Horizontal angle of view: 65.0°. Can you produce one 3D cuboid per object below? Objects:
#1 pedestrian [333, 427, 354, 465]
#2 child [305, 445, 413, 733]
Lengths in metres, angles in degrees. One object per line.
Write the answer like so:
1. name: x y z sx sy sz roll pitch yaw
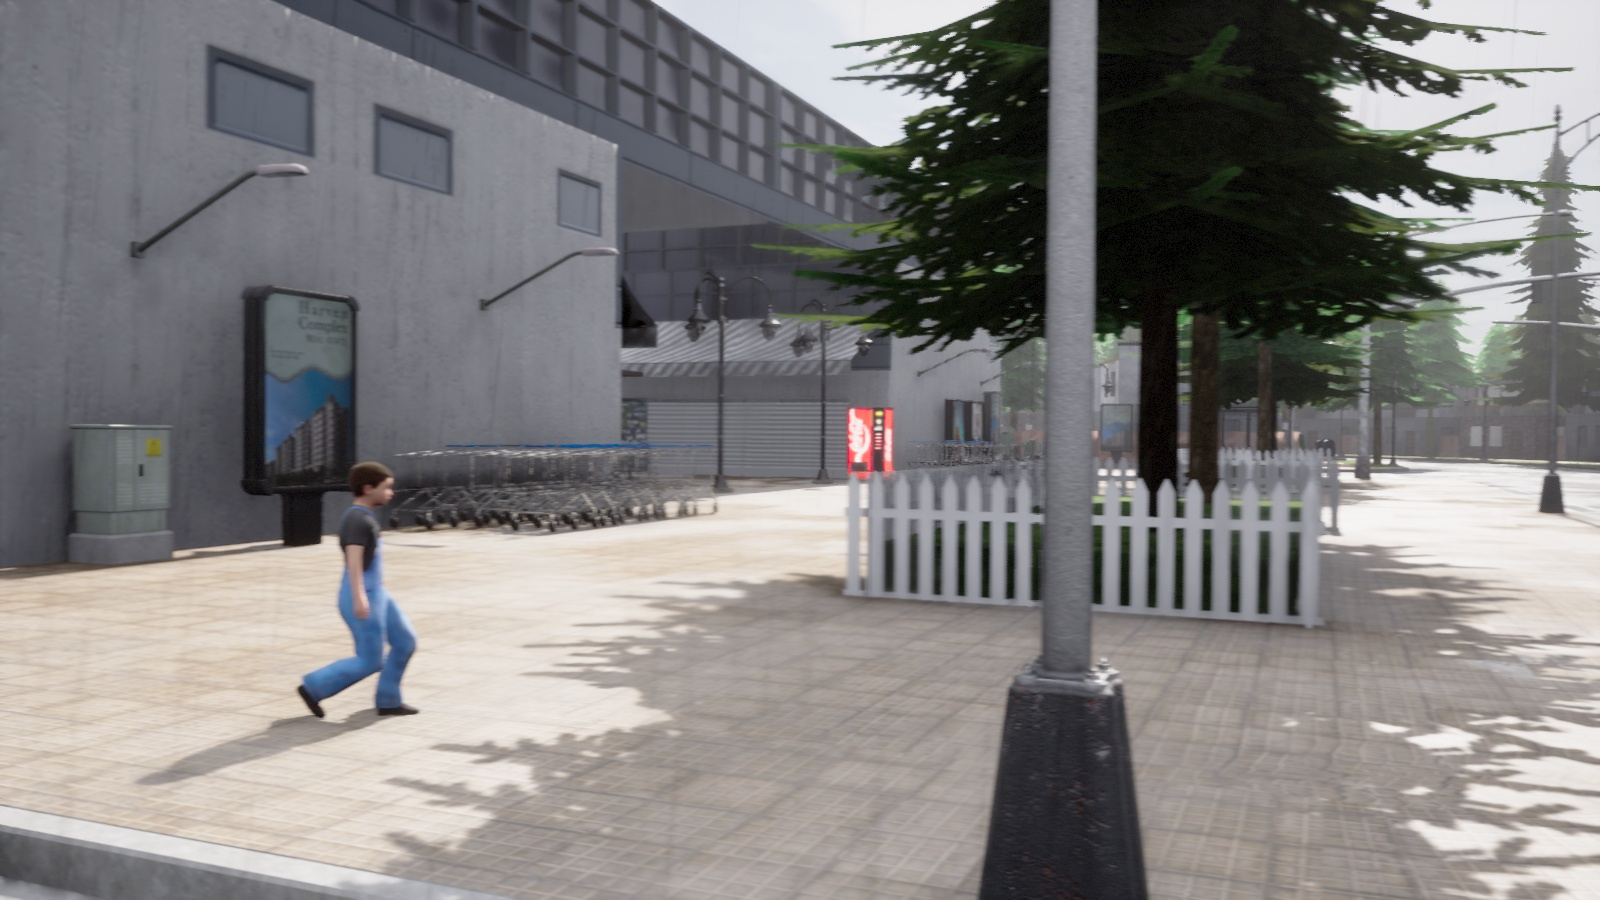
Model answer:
1. pedestrian: -22.774 -0.204 62.658 0.849 1.883 0.563 0 1 26
2. child: -2.004 0.613 5.731 0.437 1.263 0.270 -1 1 -17
